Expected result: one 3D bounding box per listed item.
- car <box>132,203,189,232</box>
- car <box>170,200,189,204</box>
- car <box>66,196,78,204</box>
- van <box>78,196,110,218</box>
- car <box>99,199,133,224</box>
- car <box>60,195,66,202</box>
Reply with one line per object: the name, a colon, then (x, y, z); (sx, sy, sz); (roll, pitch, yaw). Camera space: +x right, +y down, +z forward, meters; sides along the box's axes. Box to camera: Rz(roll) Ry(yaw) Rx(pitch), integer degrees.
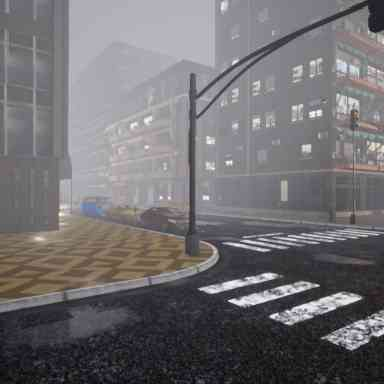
car: (-1.659, 1.526, 19.846); (1.802, 1.307, 4.206); (0, 0, -36)
car: (-1.554, 1.488, 34.073); (1.752, 1.417, 4.829); (0, 0, -36)
car: (-21.368, 1.448, 61.681); (1.752, 1.417, 4.829); (0, 0, -36)
van: (-8.262, 1.266, 29.049); (1.690, 1.788, 3.998); (0, 0, -36)
car: (-4.861, 1.459, 24.309); (1.752, 1.417, 4.829); (0, 0, -36)
car: (-27.873, 1.361, 70.745); (1.967, 1.590, 4.097); (0, 0, -36)
